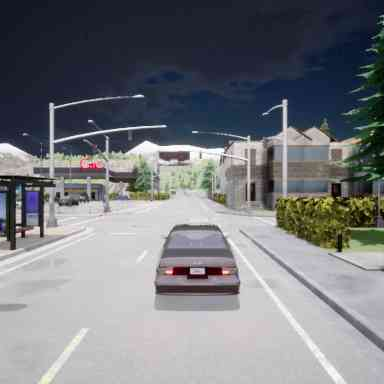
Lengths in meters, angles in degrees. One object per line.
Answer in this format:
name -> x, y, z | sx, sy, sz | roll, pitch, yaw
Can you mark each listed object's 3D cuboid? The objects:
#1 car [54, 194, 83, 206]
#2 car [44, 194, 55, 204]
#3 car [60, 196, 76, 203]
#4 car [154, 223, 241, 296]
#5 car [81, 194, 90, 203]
car -> -18.891, 1.489, 51.029 | 2.007, 1.523, 4.514 | 0, 0, 0
car -> -25.854, 1.289, 61.025 | 1.932, 1.855, 4.605 | 0, 0, 0
car -> -25.910, 1.552, 69.504 | 1.970, 1.475, 3.806 | 0, 0, 0
car -> 0.105, 1.547, 8.822 | 2.033, 1.411, 5.357 | 0, 0, 0
car -> -22.584, 1.268, 68.900 | 1.905, 1.878, 3.866 | 0, 0, 0
